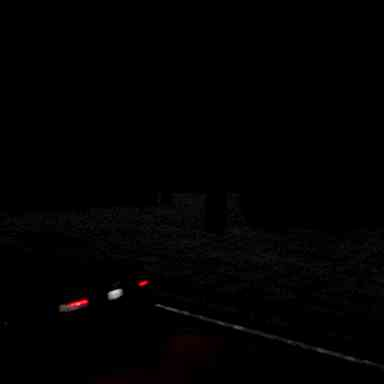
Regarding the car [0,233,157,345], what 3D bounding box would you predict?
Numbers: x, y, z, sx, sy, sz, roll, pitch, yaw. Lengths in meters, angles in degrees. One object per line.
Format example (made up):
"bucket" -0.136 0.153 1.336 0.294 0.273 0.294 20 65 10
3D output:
"car" -3.124 1.520 6.334 5.357 1.411 2.033 0 0 37
